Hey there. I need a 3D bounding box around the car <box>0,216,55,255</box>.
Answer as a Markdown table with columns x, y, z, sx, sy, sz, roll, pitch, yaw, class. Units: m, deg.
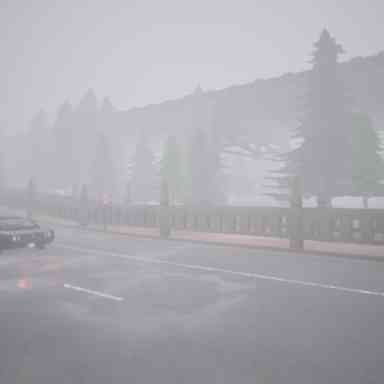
| x | y | z | sx | sy | sz | roll | pitch | yaw | class |
| --- | --- | --- | --- | --- | --- | --- | --- | --- | --- |
| -7.809 | 1.660 | 13.735 | 4.718 | 1.301 | 1.895 | 1 | 1 | 36 | car |
